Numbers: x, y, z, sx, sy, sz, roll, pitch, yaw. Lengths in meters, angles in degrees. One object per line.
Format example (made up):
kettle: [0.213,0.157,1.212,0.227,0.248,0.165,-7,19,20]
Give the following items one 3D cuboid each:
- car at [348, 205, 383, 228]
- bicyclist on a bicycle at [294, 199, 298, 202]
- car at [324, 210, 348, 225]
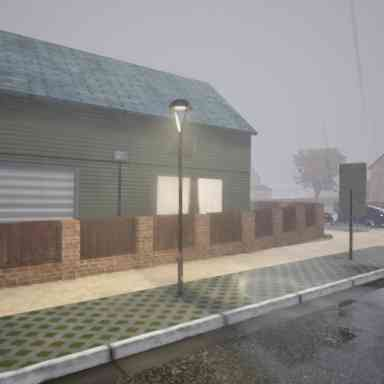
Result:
car: [11.477,1.609,22.932,1.812,1.442,4.674,1,-1,-34]
bicyclist on a bicycle: [9.734,1.486,31.277,1.656,1.620,0.582,1,-1,-34]
car: [7.877,1.510,23.468,2.128,1.511,4.902,2,-1,-34]
